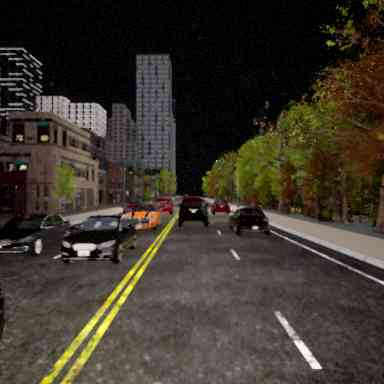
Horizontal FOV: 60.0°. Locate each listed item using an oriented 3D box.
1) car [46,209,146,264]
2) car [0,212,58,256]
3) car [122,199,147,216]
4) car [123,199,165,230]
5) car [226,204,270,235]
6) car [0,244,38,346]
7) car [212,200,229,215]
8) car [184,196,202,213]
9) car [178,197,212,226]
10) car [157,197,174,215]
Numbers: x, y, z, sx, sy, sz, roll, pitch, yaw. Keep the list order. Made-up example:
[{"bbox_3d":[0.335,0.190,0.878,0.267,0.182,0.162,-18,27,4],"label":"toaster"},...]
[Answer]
[{"bbox_3d":[-3.248,1.602,12.437,2.128,1.511,4.902,0,-1,0],"label":"car"},{"bbox_3d":[-6.500,1.626,13.654,1.837,1.490,4.892,0,-1,0],"label":"car"},{"bbox_3d":[-6.508,1.685,38.195,2.097,1.767,4.553,0,0,0],"label":"car"},{"bbox_3d":[-3.248,1.552,22.723,2.097,1.767,4.553,0,0,0],"label":"car"},{"bbox_3d":[3.353,1.681,20.016,1.837,1.490,4.892,0,-1,0],"label":"car"},{"bbox_3d":[-3.325,1.514,2.336,2.128,1.511,4.902,0,-1,0],"label":"car"},{"bbox_3d":[3.356,1.695,39.442,2.097,1.767,4.553,0,-1,0],"label":"car"},{"bbox_3d":[0.104,1.604,43.614,2.150,2.045,5.566,0,0,0],"label":"car"},{"bbox_3d":[0.105,1.447,25.308,2.150,2.045,5.566,0,0,0],"label":"car"},{"bbox_3d":[-3.249,1.559,38.745,2.150,2.045,5.566,0,-1,0],"label":"car"}]
